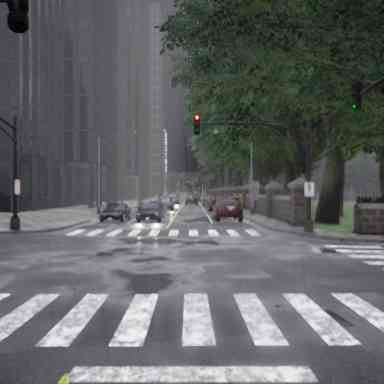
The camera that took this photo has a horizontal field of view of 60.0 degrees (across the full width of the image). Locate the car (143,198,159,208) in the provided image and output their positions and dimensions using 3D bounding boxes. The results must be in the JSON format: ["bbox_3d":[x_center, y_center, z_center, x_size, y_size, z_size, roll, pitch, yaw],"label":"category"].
[{"bbox_3d":[-5.848,1.517,47.497,1.802,1.307,4.206,0,0,0],"label":"car"}]

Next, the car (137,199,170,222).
[{"bbox_3d":[-3.148,1.504,26.190,2.033,1.411,5.357,0,0,0],"label":"car"}]

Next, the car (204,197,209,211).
[{"bbox_3d":[2.697,1.512,36.606,1.947,1.339,4.313,0,0,0],"label":"car"}]

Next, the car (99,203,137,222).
[{"bbox_3d":[-5.808,1.523,25.669,1.947,1.339,4.313,0,0,0],"label":"car"}]

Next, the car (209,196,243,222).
[{"bbox_3d":[2.717,1.272,25.694,2.192,1.841,5.009,0,0,0],"label":"car"}]

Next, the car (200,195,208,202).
[{"bbox_3d":[2.628,1.436,74.972,1.752,1.417,4.829,0,0,0],"label":"car"}]

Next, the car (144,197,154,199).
[{"bbox_3d":[-5.838,1.491,42.040,2.008,1.369,4.403,0,0,0],"label":"car"}]

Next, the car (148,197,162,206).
[{"bbox_3d":[-5.858,1.512,52.954,1.802,1.307,4.206,0,0,0],"label":"car"}]

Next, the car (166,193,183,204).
[{"bbox_3d":[-3.109,1.420,60.274,2.128,1.511,4.902,0,0,0],"label":"car"}]

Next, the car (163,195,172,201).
[{"bbox_3d":[-5.907,1.452,80.239,1.887,1.381,4.507,0,0,0],"label":"car"}]

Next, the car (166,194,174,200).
[{"bbox_3d":[-5.927,1.343,91.153,1.967,1.590,4.097,0,0,0],"label":"car"}]

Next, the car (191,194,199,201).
[{"bbox_3d":[0.745,1.411,86.346,1.837,1.490,4.892,0,0,0],"label":"car"}]

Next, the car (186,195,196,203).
[{"bbox_3d":[-0.118,1.395,65.810,1.882,1.535,5.008,0,0,0],"label":"car"}]

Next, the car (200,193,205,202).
[{"bbox_3d":[2.668,1.370,52.976,1.967,1.590,4.097,0,0,0],"label":"car"}]

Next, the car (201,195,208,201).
[{"bbox_3d":[2.677,1.486,47.520,2.008,1.369,4.403,0,0,0],"label":"car"}]

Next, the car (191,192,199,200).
[{"bbox_3d":[0.734,1.127,92.376,2.150,2.045,5.566,0,0,0],"label":"car"}]

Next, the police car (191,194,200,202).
[{"bbox_3d":[0.763,1.336,76.456,1.930,1.638,5.238,0,0,0],"label":"police car"}]

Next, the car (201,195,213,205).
[{"bbox_3d":[2.658,1.365,58.433,1.967,1.590,4.097,0,0,0],"label":"car"}]

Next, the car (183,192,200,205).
[{"bbox_3d":[-0.049,1.279,55.756,2.097,1.767,4.553,0,0,0],"label":"car"}]

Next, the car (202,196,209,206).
[{"bbox_3d":[2.687,1.491,42.063,2.008,1.369,4.403,0,0,0],"label":"car"}]

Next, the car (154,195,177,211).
[{"bbox_3d":[-3.158,1.469,39.952,1.812,1.442,4.674,0,1,-1],"label":"car"}]

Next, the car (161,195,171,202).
[{"bbox_3d":[-5.897,1.455,74.782,1.887,1.381,4.507,0,0,0],"label":"car"}]

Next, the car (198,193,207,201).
[{"bbox_3d":[2.608,1.220,85.715,2.192,1.841,5.009,0,0,0],"label":"car"}]
